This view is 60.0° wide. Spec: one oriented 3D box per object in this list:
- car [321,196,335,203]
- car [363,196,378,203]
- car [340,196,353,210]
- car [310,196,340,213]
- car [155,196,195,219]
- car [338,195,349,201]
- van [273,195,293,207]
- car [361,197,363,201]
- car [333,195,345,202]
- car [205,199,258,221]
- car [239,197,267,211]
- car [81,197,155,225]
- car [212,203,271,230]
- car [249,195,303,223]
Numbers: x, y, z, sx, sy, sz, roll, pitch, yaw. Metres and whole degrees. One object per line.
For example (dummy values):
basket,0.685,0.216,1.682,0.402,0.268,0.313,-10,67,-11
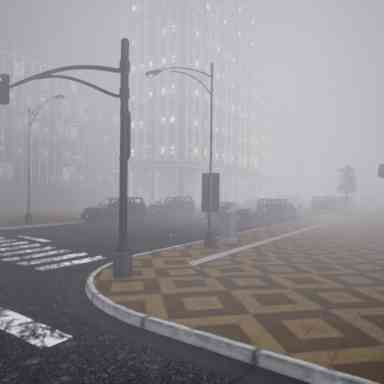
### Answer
car,30.049,1.612,73.434,1.802,1.307,4.206,1,1,35
car,39.686,1.596,73.397,1.967,1.590,4.097,1,1,35
car,20.424,1.434,46.252,2.192,1.841,5.009,1,1,35
car,15.434,1.425,39.131,2.192,1.841,5.009,1,0,35
car,-1.707,1.279,28.908,2.192,1.841,5.009,1,0,35
car,39.681,1.612,87.005,1.947,1.339,4.313,1,1,35
van,13.998,1.340,50.813,1.690,1.788,3.998,1,1,35
car,44.156,1.652,84.126,2.128,1.511,4.902,1,1,35
car,36.373,1.566,82.343,1.752,1.417,4.829,1,1,35
car,2.917,1.538,26.016,2.128,1.511,4.902,1,1,35
car,7.818,1.426,42.219,1.967,1.590,4.097,1,0,35
car,-5.371,1.270,23.744,2.192,1.841,5.009,1,0,35
car,3.346,1.666,21.972,1.802,1.307,4.206,1,0,35
car,6.844,1.407,26.894,2.192,1.841,5.009,1,0,35
